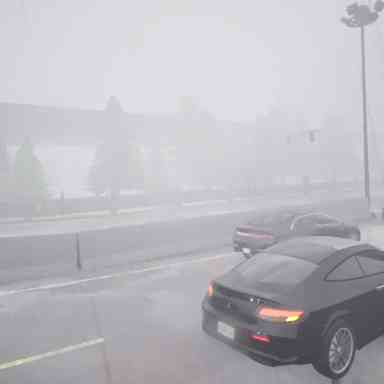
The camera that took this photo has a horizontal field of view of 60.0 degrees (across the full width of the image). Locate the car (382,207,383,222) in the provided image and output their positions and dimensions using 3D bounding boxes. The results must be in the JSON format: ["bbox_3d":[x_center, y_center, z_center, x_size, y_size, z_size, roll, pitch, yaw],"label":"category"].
[{"bbox_3d":[10.946,0.820,15.954,4.892,1.490,1.837,-4,2,-36],"label":"car"}]

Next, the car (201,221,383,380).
[{"bbox_3d":[2.282,1.463,5.397,4.674,1.442,1.812,-2,1,-36],"label":"car"}]

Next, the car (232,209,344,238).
[{"bbox_3d":[3.456,1.305,10.558,4.902,1.511,2.128,-3,2,-36],"label":"car"}]
